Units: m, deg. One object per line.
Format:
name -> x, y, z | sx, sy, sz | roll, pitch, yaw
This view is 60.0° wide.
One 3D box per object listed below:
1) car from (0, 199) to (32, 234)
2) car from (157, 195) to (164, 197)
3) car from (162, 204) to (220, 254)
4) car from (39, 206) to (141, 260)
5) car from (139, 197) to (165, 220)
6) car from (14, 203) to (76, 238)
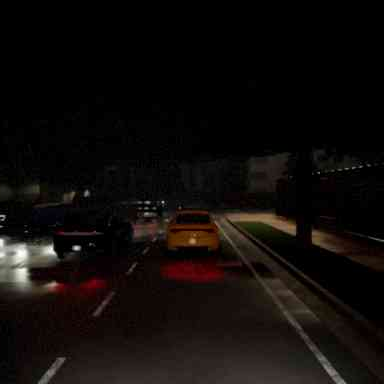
car -> -10.557, 1.337, 19.022 | 2.097, 1.767, 4.553 | 0, 0, 0
car -> -7.437, 1.442, 77.811 | 1.837, 1.490, 4.892 | 0, 0, -1
car -> 0.038, 1.468, 13.431 | 1.882, 1.535, 5.008 | 0, 0, 0
car -> -3.467, 1.482, 12.467 | 2.128, 1.511, 4.902 | 0, 0, 0
car -> -3.475, 1.470, 28.084 | 2.128, 1.511, 4.902 | 0, 0, 1
car -> -7.066, 1.464, 17.742 | 1.882, 1.535, 5.008 | 0, 0, 0
